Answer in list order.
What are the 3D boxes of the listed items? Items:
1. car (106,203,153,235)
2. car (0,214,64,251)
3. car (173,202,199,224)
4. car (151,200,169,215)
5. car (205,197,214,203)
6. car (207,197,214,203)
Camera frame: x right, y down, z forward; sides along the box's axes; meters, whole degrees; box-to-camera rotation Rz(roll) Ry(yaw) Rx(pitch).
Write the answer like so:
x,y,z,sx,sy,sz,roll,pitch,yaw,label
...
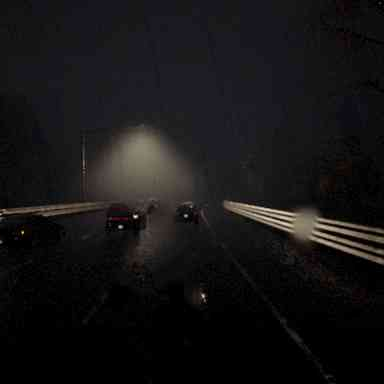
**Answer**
x,y,z,sx,sy,sz,roll,pitch,yaw,label
-3.890,1.678,20.305,2.128,1.511,4.902,-1,0,-1,car
-7.290,1.702,14.828,1.812,1.442,4.674,-1,0,-1,car
-0.468,1.769,26.763,1.994,1.385,4.181,-1,0,0,car
-3.949,1.691,39.298,2.097,1.767,4.553,-1,-1,0,car
4.202,1.934,79.863,1.837,1.490,4.892,-1,-1,5,car
4.917,2.089,88.231,1.994,1.385,4.181,-1,-1,4,car
